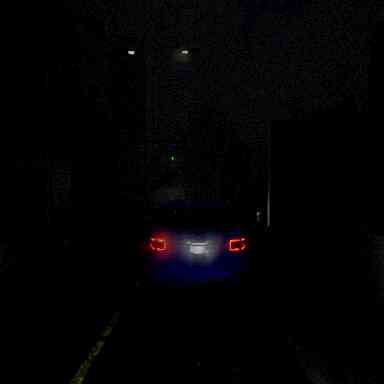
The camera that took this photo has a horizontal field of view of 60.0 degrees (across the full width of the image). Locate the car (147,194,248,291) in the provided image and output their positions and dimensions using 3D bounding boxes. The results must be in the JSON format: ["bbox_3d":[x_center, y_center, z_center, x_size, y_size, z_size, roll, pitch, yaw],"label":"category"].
[{"bbox_3d":[0.111,1.196,9.099,2.150,2.045,5.566,0,0,0],"label":"car"}]

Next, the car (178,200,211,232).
[{"bbox_3d":[0.037,1.373,20.556,1.837,1.490,4.892,0,1,-2],"label":"car"}]

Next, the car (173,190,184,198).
[{"bbox_3d":[-2.578,0.353,64.872,1.895,1.301,4.718,0,2,1],"label":"car"}]

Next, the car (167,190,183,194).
[{"bbox_3d":[-2.712,0.834,45.161,2.128,1.511,4.902,0,2,-1],"label":"car"}]

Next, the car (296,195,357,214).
[{"bbox_3d":[12.820,1.183,32.409,5.009,1.841,2.192,1,0,0],"label":"car"}]

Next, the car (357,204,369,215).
[{"bbox_3d":[18.218,1.527,32.402,4.206,1.307,1.802,1,0,0],"label":"car"}]
